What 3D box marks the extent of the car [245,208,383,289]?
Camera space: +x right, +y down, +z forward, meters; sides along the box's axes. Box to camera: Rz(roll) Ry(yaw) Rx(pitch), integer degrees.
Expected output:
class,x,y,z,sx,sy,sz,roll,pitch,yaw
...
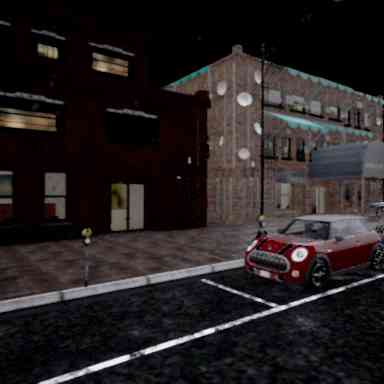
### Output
class,x,y,z,sx,sy,sz,roll,pitch,yaw
car,3.329,1.371,8.925,4.097,1.590,1.967,-1,1,-36

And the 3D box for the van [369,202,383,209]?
class,x,y,z,sx,sy,sz,roll,pitch,yaw
van,7.839,1.223,12.143,3.998,1.788,1.690,-1,1,-36
